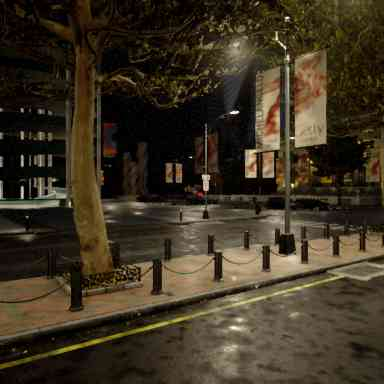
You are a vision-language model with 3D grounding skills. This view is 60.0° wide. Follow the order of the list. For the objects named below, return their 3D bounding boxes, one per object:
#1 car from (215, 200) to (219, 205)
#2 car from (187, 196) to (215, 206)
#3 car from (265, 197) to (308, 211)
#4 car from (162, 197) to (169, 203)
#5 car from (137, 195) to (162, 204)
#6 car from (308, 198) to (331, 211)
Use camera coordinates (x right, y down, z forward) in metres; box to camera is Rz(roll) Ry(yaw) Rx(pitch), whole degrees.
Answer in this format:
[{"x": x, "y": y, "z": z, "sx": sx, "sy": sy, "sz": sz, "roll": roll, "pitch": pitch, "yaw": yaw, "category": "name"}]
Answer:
[{"x": 2.427, "y": 1.547, "z": 57.911, "sx": 2.033, "sy": 1.411, "sz": 5.357, "roll": 0, "pitch": 0, "yaw": -36, "category": "car"}, {"x": 1.066, "y": 1.477, "z": 53.777, "sx": 1.882, "sy": 1.535, "sz": 5.008, "roll": 0, "pitch": 0, "yaw": -36, "category": "car"}, {"x": 11.011, "y": 1.351, "z": 39.727, "sx": 2.097, "sy": 1.767, "sz": 4.553, "roll": 0, "pitch": 0, "yaw": -35, "category": "car"}, {"x": -6.923, "y": 1.525, "z": 69.301, "sx": 4.674, "sy": 1.442, "sz": 1.812, "roll": 0, "pitch": 0, "yaw": 41, "category": "car"}, {"x": -8.871, "y": 1.352, "z": 66.091, "sx": 4.553, "sy": 1.767, "sz": 2.097, "roll": 0, "pitch": 0, "yaw": 42, "category": "car"}, {"x": 14.554, "y": 1.506, "z": 40.777, "sx": 1.837, "sy": 1.490, "sz": 4.892, "roll": 0, "pitch": 0, "yaw": -35, "category": "car"}]
